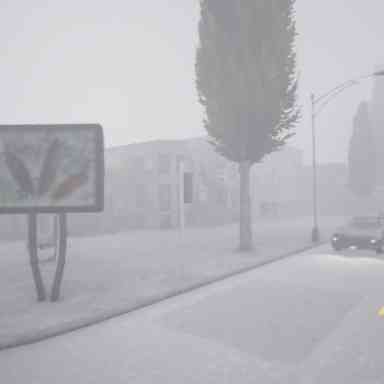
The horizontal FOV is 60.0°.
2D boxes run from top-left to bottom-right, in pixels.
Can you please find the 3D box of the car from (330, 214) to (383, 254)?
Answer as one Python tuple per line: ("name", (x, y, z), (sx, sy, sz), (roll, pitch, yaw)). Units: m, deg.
("car", (7.935, 1.809, 15.056), (2.033, 1.411, 5.357), (-2, -2, 39))
